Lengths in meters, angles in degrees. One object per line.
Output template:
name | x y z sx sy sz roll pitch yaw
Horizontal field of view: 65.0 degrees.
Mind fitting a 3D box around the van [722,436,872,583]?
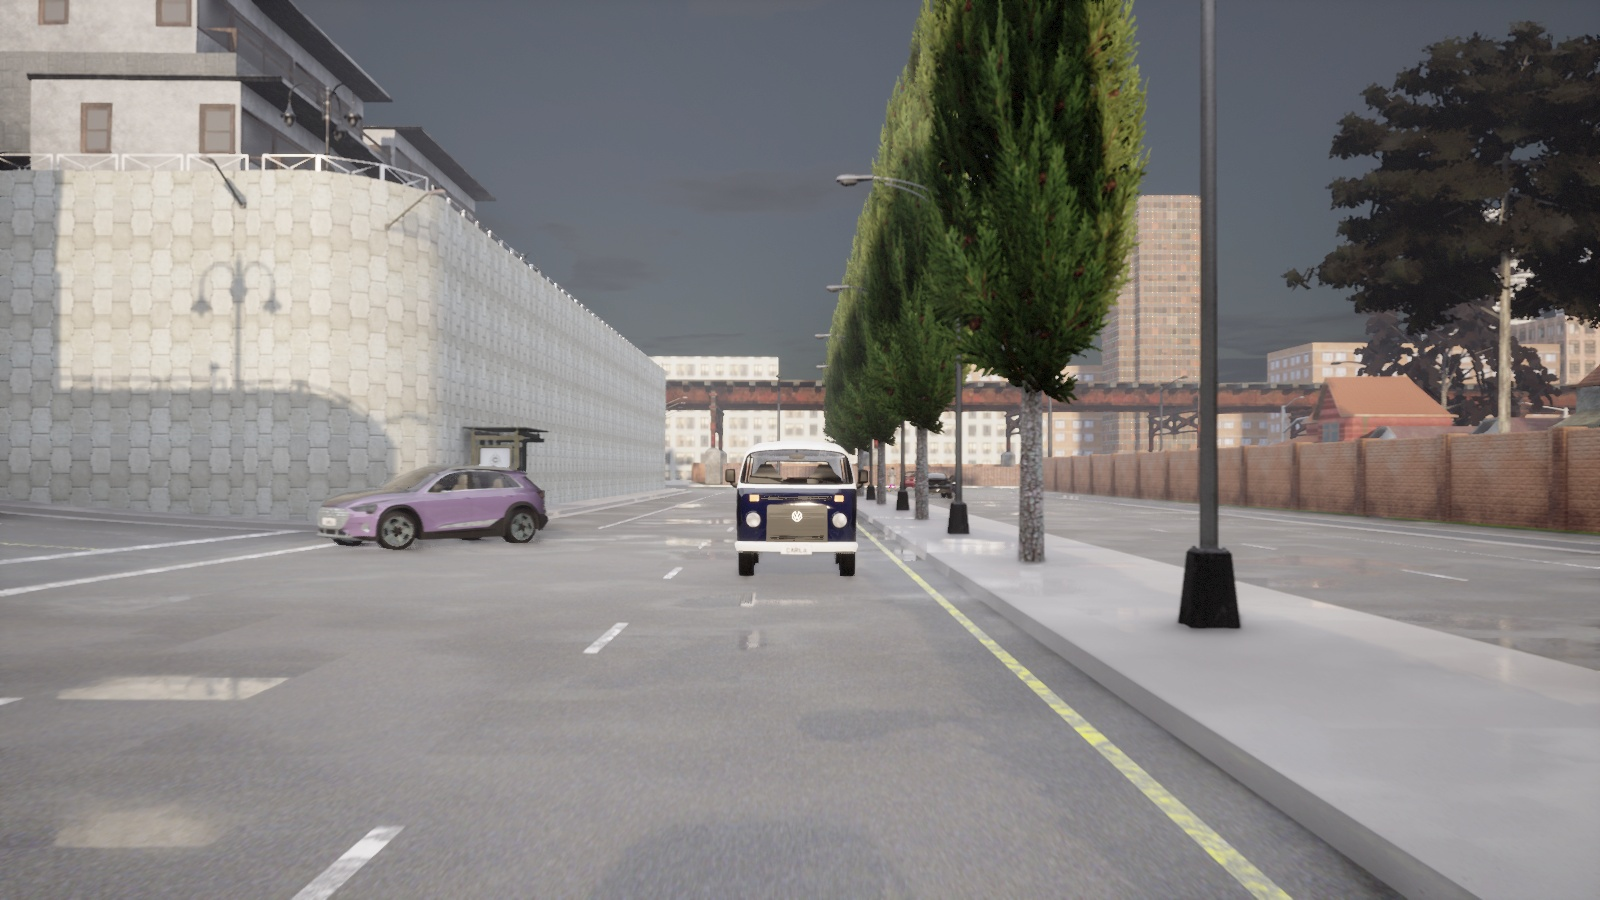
van | -0.048 0.862 19.652 2.069 2.038 4.480 0 -1 0

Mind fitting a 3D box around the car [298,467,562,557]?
car | -7.434 1.182 25.685 2.033 1.649 4.856 0 -1 40

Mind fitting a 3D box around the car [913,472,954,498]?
car | 7.821 2.026 73.954 1.837 1.490 4.892 0 -1 0
